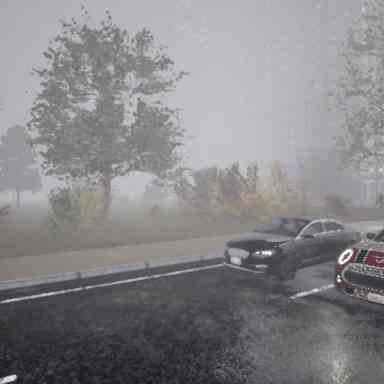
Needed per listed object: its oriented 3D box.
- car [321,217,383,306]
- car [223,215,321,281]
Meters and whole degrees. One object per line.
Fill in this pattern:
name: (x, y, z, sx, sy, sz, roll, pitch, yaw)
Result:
car: (5.188, 1.342, 7.382, 4.553, 1.767, 2.097, 0, 0, -35)
car: (3.112, 1.482, 9.894, 4.902, 1.511, 2.128, 0, 0, -35)
